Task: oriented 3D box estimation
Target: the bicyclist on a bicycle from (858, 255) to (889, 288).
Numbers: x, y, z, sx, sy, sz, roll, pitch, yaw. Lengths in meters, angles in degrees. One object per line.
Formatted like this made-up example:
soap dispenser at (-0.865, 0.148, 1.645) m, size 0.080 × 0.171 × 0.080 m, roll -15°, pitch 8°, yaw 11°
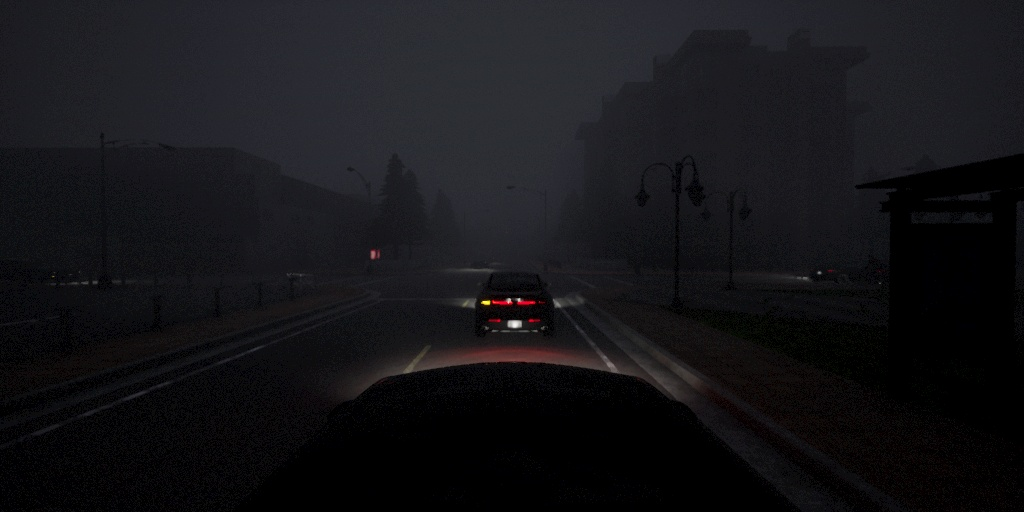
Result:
bicyclist on a bicycle at (18.254, 0.789, 18.081) m, size 0.582 × 1.620 × 1.656 m, roll 0°, pitch 1°, yaw 0°

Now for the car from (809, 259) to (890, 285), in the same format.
car at (20.728, 0.996, 21.837) m, size 4.181 × 1.385 × 1.994 m, roll 0°, pitch 1°, yaw 0°

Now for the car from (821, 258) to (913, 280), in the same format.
car at (25.130, 0.902, 25.493) m, size 4.674 × 1.442 × 1.812 m, roll 0°, pitch 1°, yaw 0°

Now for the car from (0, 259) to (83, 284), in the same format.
car at (-29.797, 0.931, 22.252) m, size 4.892 × 1.490 × 1.837 m, roll 0°, pitch 1°, yaw 0°

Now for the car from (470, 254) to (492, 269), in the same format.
car at (-3.667, 0.628, 41.565) m, size 1.882 × 1.535 × 5.008 m, roll 0°, pitch 1°, yaw 0°

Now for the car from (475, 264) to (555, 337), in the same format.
car at (0.065, 1.132, 9.876) m, size 1.837 × 1.490 × 4.892 m, roll 0°, pitch 1°, yaw 0°

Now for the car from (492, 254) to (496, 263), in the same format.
car at (-3.656, 0.357, 59.539) m, size 1.882 × 1.535 × 5.008 m, roll 0°, pitch 1°, yaw 0°
